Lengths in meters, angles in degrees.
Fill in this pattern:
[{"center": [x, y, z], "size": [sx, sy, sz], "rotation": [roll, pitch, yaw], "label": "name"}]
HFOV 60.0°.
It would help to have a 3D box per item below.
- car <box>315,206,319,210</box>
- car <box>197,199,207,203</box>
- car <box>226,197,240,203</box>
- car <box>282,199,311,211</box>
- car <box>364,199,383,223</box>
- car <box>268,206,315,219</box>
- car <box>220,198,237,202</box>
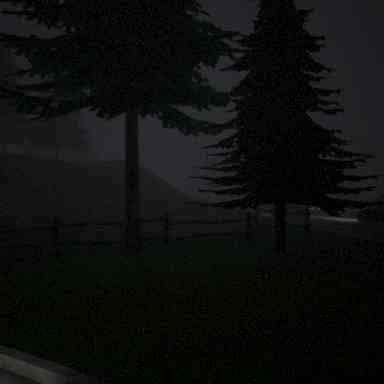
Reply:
[{"center": [17.502, 1.582, 42.556], "size": [1.812, 1.442, 4.674], "rotation": [0, 0, -8], "label": "car"}, {"center": [2.313, 1.854, 74.193], "size": [1.812, 1.442, 4.674], "rotation": [0, 0, -8], "label": "car"}, {"center": [9.229, 1.802, 75.229], "size": [1.812, 1.442, 4.674], "rotation": [0, 0, -8], "label": "car"}, {"center": [13.748, 1.659, 44.111], "size": [1.994, 1.385, 4.181], "rotation": [0, 0, -8], "label": "car"}, {"center": [13.294, 1.488, 22.410], "size": [2.128, 1.511, 4.902], "rotation": [0, 0, -8], "label": "car"}, {"center": [8.645, 1.618, 30.245], "size": [2.033, 1.411, 5.357], "rotation": [0, 0, -8], "label": "car"}, {"center": [6.911, 1.807, 67.343], "size": [2.033, 1.411, 5.357], "rotation": [0, 0, -8], "label": "car"}]
